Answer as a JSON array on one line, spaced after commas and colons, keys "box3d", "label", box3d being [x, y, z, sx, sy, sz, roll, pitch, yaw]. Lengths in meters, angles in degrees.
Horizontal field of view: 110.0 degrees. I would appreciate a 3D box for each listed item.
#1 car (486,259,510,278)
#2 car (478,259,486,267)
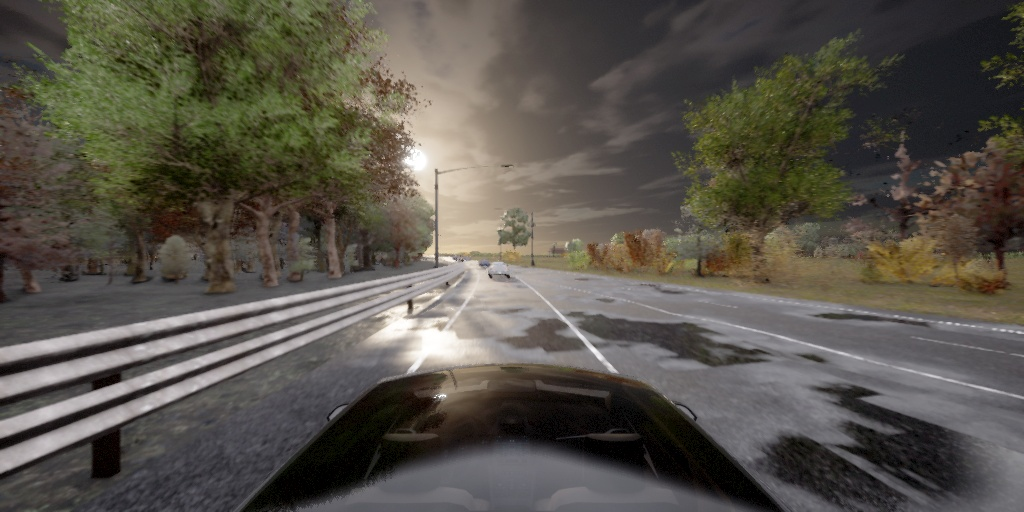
[{"box3d": [-1.315, 1.270, 34.435, 1.812, 1.442, 4.674, 0, 0, -5], "label": "car"}, {"box3d": [-4.997, 1.205, 63.982, 2.033, 1.411, 5.357, 0, 0, -11], "label": "car"}]
